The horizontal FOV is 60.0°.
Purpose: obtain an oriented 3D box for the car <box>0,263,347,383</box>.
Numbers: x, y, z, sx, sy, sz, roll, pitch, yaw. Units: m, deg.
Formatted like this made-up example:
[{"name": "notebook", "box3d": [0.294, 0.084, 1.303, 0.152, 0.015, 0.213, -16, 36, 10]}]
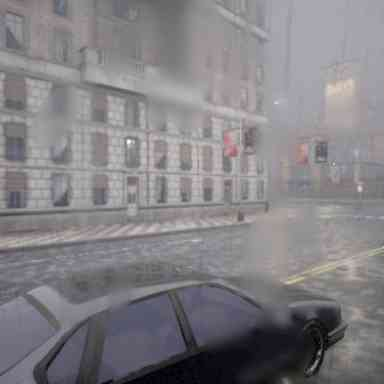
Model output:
[{"name": "car", "box3d": [-0.425, 1.550, 3.592, 5.357, 1.411, 2.033, 0, 0, -39]}]
